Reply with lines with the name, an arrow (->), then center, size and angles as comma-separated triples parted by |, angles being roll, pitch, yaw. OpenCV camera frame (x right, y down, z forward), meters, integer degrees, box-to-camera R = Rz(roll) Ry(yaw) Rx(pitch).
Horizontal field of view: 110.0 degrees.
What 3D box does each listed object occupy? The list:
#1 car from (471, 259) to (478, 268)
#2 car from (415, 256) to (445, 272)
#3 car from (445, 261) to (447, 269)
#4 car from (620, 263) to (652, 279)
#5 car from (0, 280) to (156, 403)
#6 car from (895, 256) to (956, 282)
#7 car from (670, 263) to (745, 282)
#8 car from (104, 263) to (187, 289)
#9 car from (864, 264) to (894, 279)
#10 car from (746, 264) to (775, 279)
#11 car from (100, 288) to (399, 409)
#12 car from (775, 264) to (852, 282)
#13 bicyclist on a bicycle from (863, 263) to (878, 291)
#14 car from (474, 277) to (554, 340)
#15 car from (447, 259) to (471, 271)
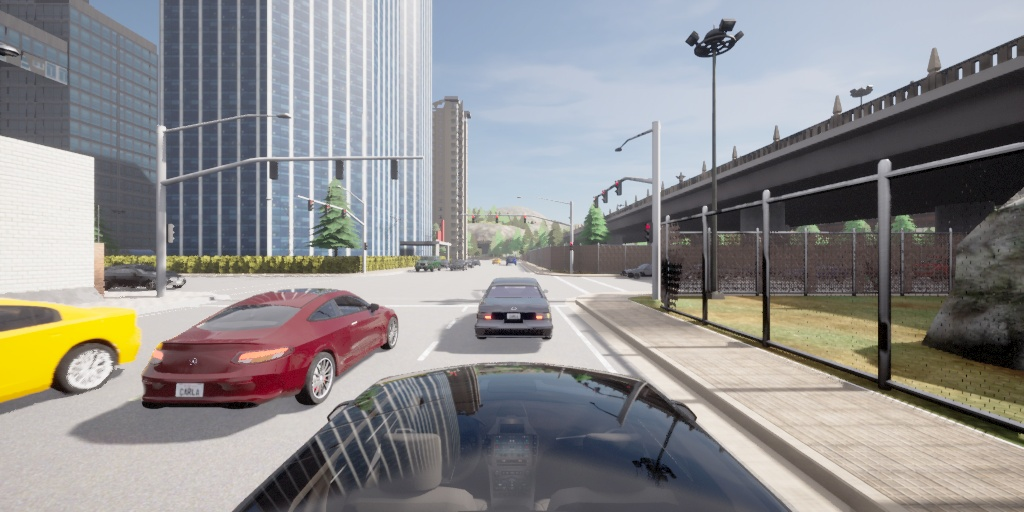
car -> -7.216, 1.241, 58.201 | 2.128, 1.511, 4.902 | 0, 0, 0
car -> -10.660, 0.971, 46.097 | 2.150, 2.045, 5.566 | 0, 0, 4
car -> -10.718, 1.297, 56.283 | 2.033, 1.411, 5.357 | 0, 0, 0
car -> 12.710, 1.353, 32.616 | 5.357, 1.411, 2.033 | 0, 0, 0
car -> -7.105, 1.227, 3.818 | 1.882, 1.535, 5.008 | 0, 0, 0
car -> 35.224, 1.027, 29.207 | 5.566, 2.045, 2.150 | 0, 0, -1
car -> 15.654, 1.297, 29.129 | 4.902, 1.511, 2.128 | 0, 0, 0
car -> -22.591, 1.331, 21.776 | 4.674, 1.442, 1.812 | 0, 0, 0
car -> 32.226, 1.406, 32.695 | 4.718, 1.301, 1.895 | 0, 0, 0
car -> 22.300, 1.406, 32.659 | 4.718, 1.301, 1.895 | 0, 0, 0
car -> -3.451, 1.276, 6.154 | 1.812, 1.442, 4.674 | 0, 0, 0
car -> 24.610, 1.331, 29.159 | 4.674, 1.442, 1.812 | 0, 0, 0
bicyclist on a bicycle -> 18.260, 1.106, 18.157 | 0.582, 1.620, 1.656 | 0, 0, 0
car -> 0.076, 1.297, 9.975 | 2.033, 1.411, 5.357 | 0, 0, 1
car -> -7.209, 1.255, 48.989 | 1.837, 1.490, 4.892 | 0, 0, 0
